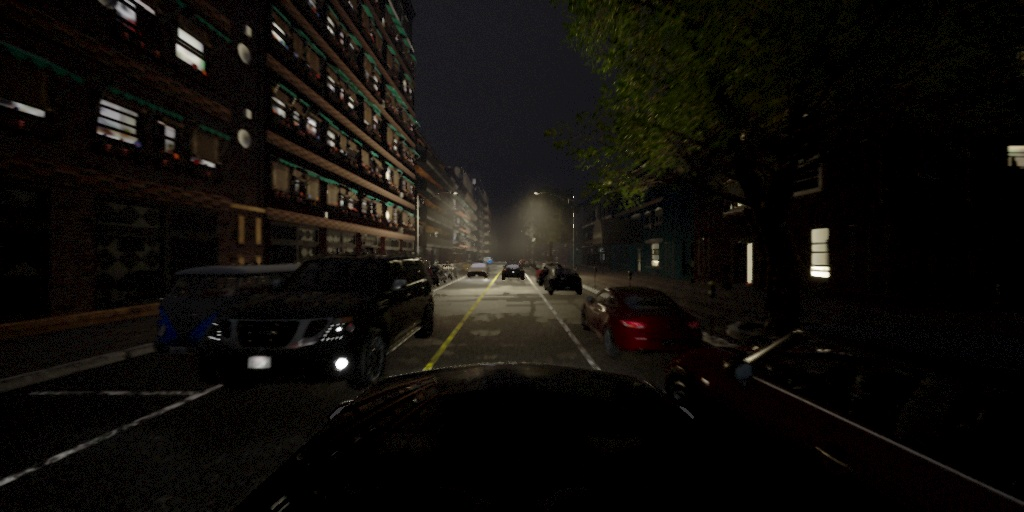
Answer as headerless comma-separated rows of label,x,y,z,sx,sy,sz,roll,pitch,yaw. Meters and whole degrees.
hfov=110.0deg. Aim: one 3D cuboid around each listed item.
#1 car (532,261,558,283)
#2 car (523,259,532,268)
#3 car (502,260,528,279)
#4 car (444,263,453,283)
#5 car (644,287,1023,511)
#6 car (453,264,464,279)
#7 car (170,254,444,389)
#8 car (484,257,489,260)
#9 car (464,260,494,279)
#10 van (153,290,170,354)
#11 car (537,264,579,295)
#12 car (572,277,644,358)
car,2.695,1.199,25.291,1.967,1.591,4.097,0,0,0
car,2.700,1.343,53.775,2.007,1.370,4.403,0,0,0
car,0.106,1.330,32.089,1.994,1.385,4.181,0,0,0
car,-5.686,1.325,25.295,1.948,1.339,4.313,0,0,0
car,2.691,1.190,2.504,1.967,1.591,4.097,0,0,0
car,-5.685,1.315,30.991,2.007,1.370,4.403,0,0,0
car,-3.090,0.973,7.207,2.150,2.045,5.566,0,0,1
car,-5.679,1.378,65.171,1.948,1.339,4.313,0,0,0
car,-3.016,1.315,33.476,2.033,1.411,5.357,0,0,0
van,-5.689,1.091,8.204,1.690,1.789,3.998,0,0,0
car,2.694,1.305,19.595,2.007,1.370,4.403,0,0,0
car,2.692,1.332,8.202,1.802,1.307,4.207,0,0,0
